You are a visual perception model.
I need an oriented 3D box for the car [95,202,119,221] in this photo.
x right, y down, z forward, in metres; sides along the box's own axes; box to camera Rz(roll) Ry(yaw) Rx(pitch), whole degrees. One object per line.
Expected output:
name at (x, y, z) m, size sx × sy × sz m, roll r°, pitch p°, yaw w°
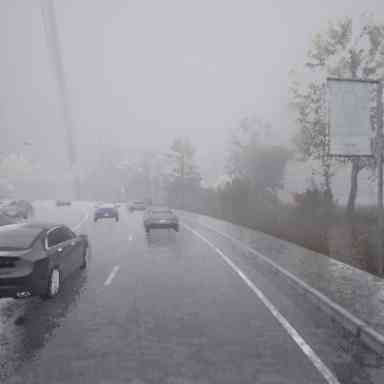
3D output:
car at (-6.943, 1.547, 27.170) m, size 1.812 × 1.442 × 4.674 m, roll 0°, pitch 0°, yaw -13°

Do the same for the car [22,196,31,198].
car at (-32.271, 1.540, 64.997) m, size 1.837 × 1.490 × 4.892 m, roll 0°, pitch 0°, yaw -36°

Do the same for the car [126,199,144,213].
car at (-6.303, 1.515, 37.423) m, size 2.128 × 1.511 × 4.902 m, roll 0°, pitch 0°, yaw -18°

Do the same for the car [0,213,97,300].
car at (-3.901, 1.518, 8.340) m, size 1.837 × 1.490 × 4.892 m, roll 0°, pitch 0°, yaw -4°

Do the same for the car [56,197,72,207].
car at (-19.662, 1.518, 50.986) m, size 1.882 × 1.535 × 5.008 m, roll 0°, pitch 0°, yaw -26°

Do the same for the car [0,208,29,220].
car at (-8.018, 1.549, 12.421) m, size 1.812 × 1.442 × 4.674 m, roll 0°, pitch 0°, yaw -7°

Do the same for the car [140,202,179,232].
car at (-1.998, 1.573, 20.520) m, size 1.994 × 1.385 × 4.181 m, roll 0°, pitch 0°, yaw -10°

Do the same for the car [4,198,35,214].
car at (-14.693, 1.526, 28.327) m, size 2.128 × 1.511 × 4.902 m, roll 0°, pitch 0°, yaw -16°
